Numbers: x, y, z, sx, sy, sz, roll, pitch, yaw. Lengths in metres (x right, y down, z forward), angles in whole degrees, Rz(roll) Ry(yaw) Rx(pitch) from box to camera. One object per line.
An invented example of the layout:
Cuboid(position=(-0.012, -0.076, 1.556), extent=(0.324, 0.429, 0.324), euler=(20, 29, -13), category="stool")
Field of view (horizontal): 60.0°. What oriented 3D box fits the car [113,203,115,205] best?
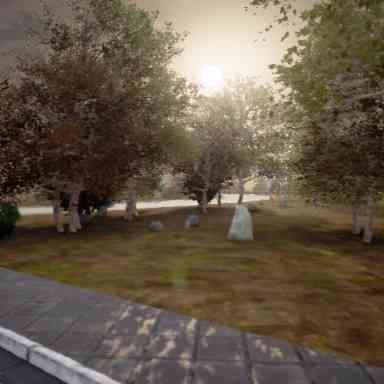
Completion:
Cuboid(position=(-14.696, 1.683, 53.295), extent=(1.895, 1.301, 4.718), euler=(0, 0, 38), category="car")
